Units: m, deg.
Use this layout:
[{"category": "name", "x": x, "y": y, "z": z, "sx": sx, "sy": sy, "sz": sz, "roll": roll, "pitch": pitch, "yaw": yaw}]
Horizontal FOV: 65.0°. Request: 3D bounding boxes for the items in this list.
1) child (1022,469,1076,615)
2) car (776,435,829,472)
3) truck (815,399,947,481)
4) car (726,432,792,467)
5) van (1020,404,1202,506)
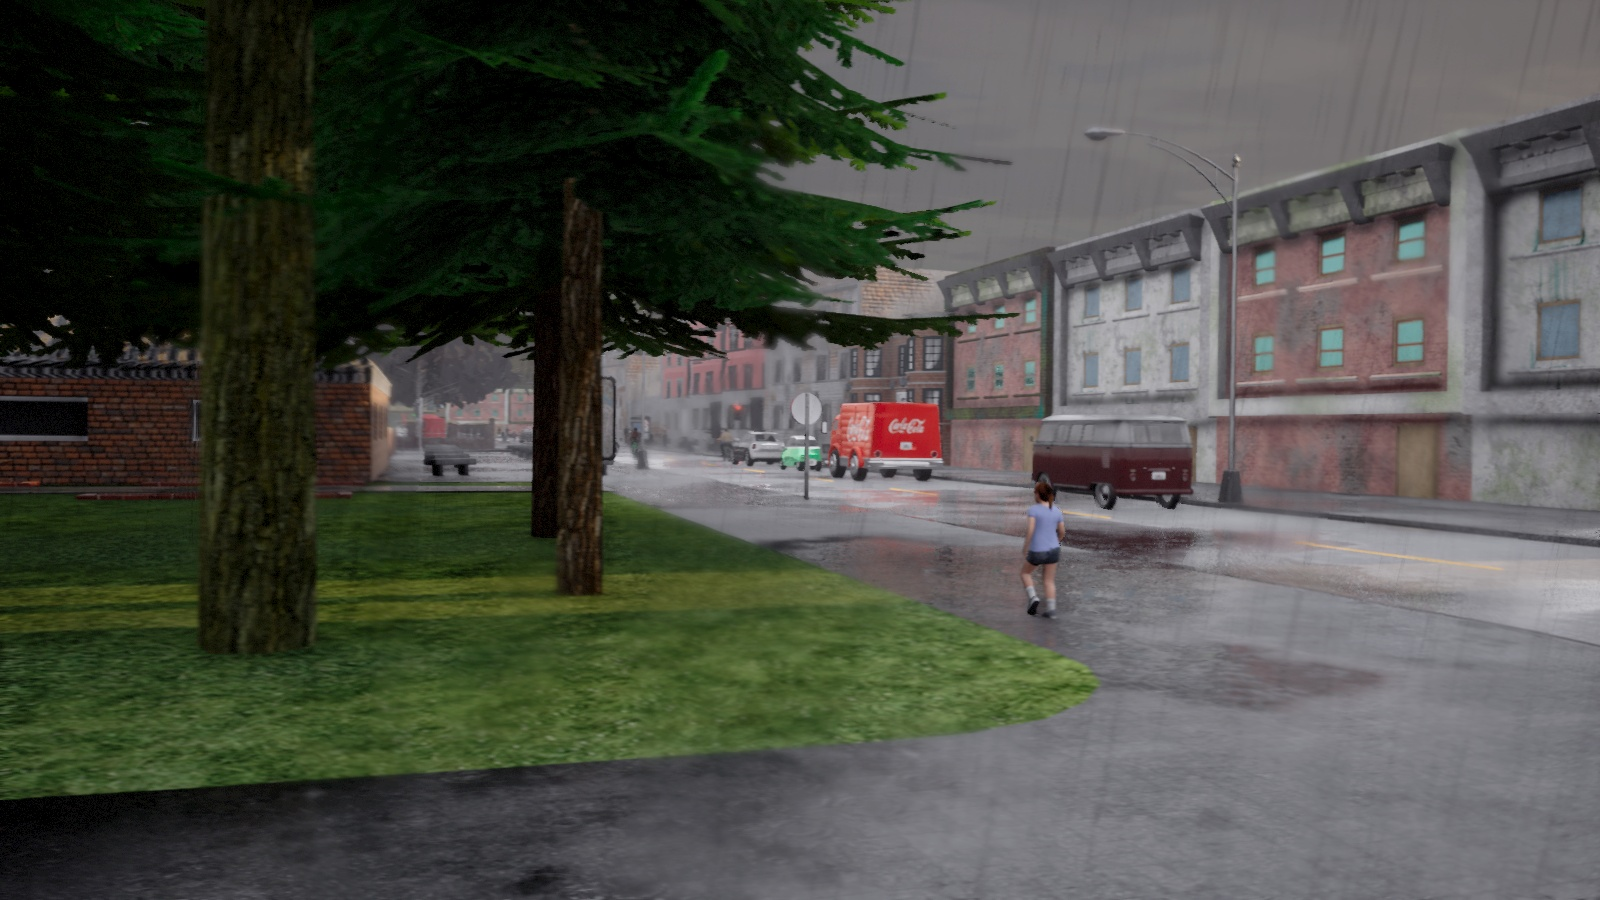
[{"category": "child", "x": 1.964, "y": 0.715, "z": 9.911, "sx": 0.255, "sy": 1.110, "sz": 0.394, "roll": -1, "pitch": 1, "yaw": -17}, {"category": "car", "x": 0.077, "y": 0.105, "z": 48.986, "sx": 1.481, "sy": 1.376, "sz": 2.207, "roll": -1, "pitch": 1, "yaw": -17}, {"category": "truck", "x": 2.512, "y": -0.338, "z": 40.760, "sx": 2.627, "sy": 2.467, "sz": 5.204, "roll": -1, "pitch": 1, "yaw": -17}, {"category": "car", "x": -1.849, "y": -0.062, "z": 55.439, "sx": 1.970, "sy": 1.475, "sz": 3.806, "roll": -1, "pitch": 1, "yaw": -17}, {"category": "van", "x": 6.576, "y": 0.064, "z": 27.098, "sx": 1.775, "sy": 1.987, "sz": 4.442, "roll": -1, "pitch": 1, "yaw": -17}]
